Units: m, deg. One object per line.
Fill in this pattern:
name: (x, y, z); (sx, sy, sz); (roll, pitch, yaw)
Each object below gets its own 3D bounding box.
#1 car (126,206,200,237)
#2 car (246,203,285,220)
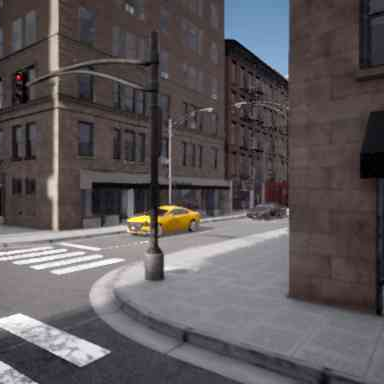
car: (-1.512, 1.562, 18.843); (1.882, 1.535, 5.008); (0, 0, 36)
car: (6.901, 1.715, 30.611); (2.033, 1.411, 5.357); (0, 0, 36)
